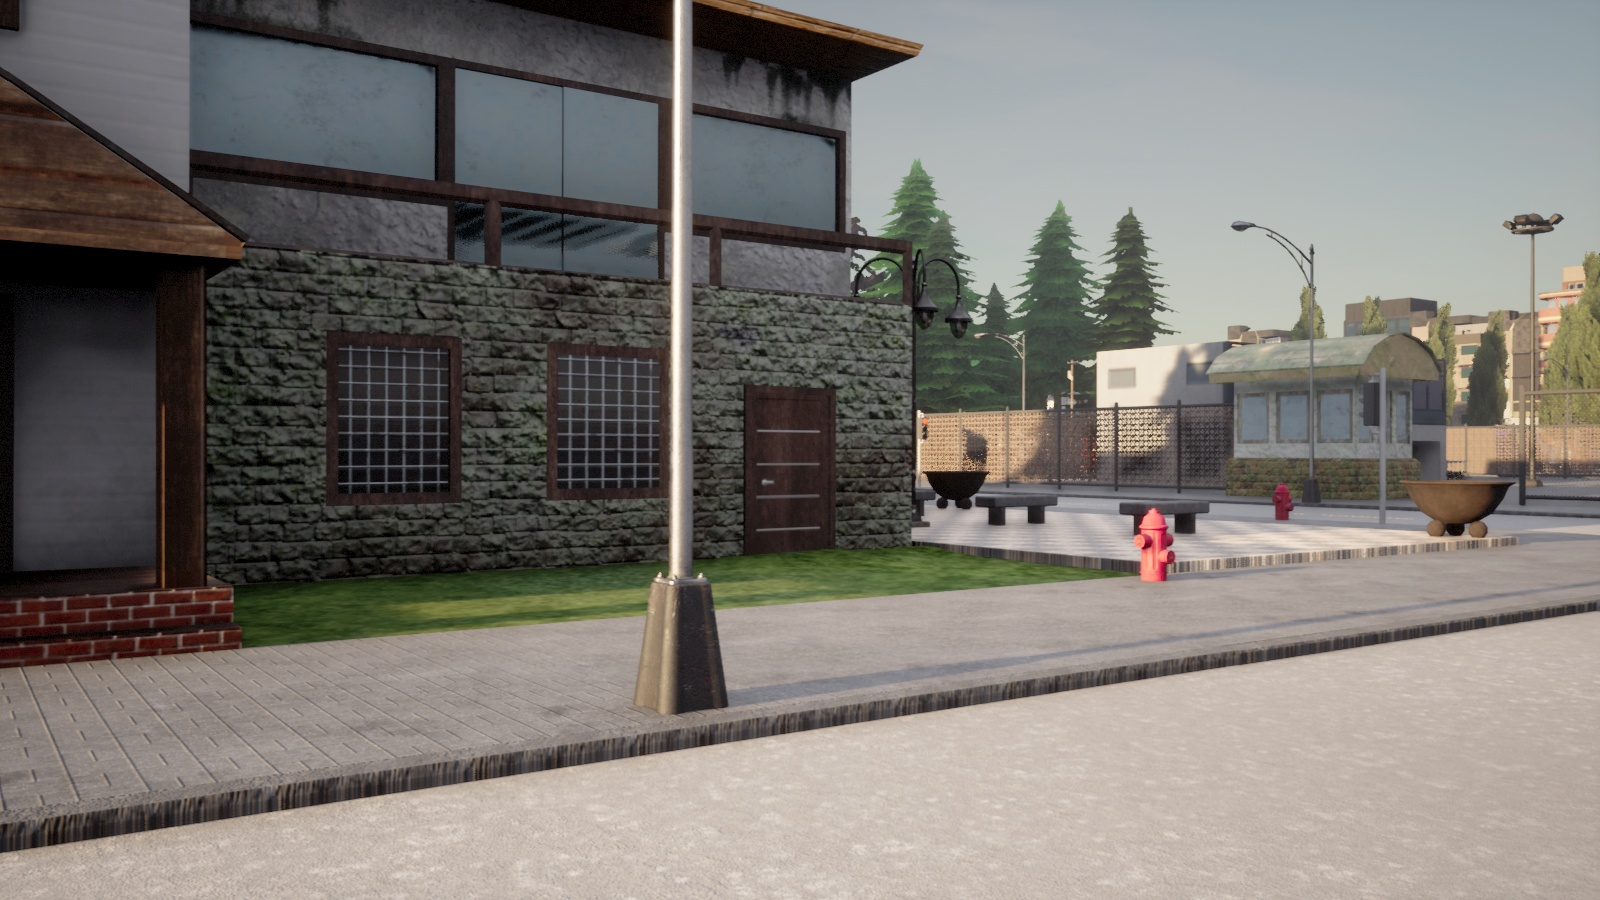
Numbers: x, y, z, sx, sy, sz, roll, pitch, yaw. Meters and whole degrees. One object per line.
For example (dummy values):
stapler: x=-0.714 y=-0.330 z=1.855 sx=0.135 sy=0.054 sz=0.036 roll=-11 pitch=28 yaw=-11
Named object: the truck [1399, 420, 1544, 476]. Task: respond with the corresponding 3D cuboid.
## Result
truck: x=43.811 y=-0.098 z=82.102 sx=7.936 sy=3.462 sz=2.891 roll=0 pitch=0 yaw=42
